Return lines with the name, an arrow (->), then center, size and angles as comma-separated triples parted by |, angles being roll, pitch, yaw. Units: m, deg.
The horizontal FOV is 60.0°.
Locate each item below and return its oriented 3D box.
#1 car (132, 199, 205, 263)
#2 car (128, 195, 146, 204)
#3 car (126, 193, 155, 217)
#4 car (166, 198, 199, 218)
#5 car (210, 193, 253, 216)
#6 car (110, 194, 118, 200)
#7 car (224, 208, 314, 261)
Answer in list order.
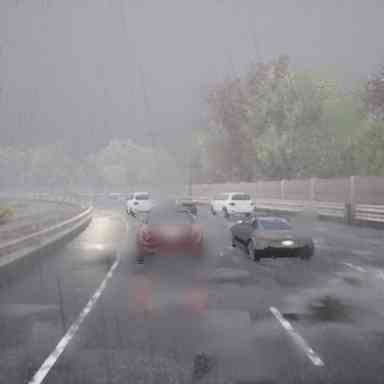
car -> -0.848, 1.295, 12.024 | 2.097, 1.767, 4.553 | 0, 0, -6
car -> -9.834, 1.237, 59.296 | 1.837, 1.490, 4.892 | 0, 0, -27
car -> -4.542, 1.086, 29.720 | 2.150, 2.045, 5.566 | 0, 0, -17
car -> -0.939, 1.363, 29.757 | 1.837, 1.490, 4.892 | 0, 0, -16
car -> 3.233, 1.082, 28.016 | 2.150, 2.045, 5.566 | 0, 0, -15
car -> -19.233, 1.163, 81.931 | 2.128, 1.511, 4.902 | 0, 0, -11
car -> 2.675, 1.502, 12.031 | 1.994, 1.385, 4.181 | 0, 0, -6
